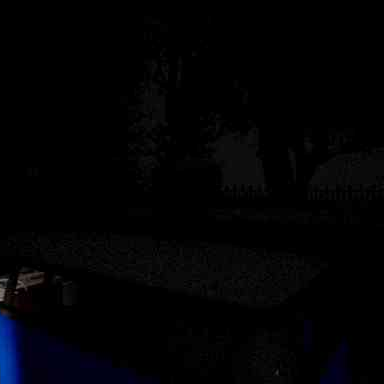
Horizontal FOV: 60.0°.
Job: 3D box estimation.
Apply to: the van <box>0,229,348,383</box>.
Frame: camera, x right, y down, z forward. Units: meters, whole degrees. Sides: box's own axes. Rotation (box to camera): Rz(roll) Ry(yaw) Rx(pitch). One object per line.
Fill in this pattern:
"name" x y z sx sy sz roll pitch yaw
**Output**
"van" -0.649 1.341 3.174 3.998 1.788 1.690 0 0 35
